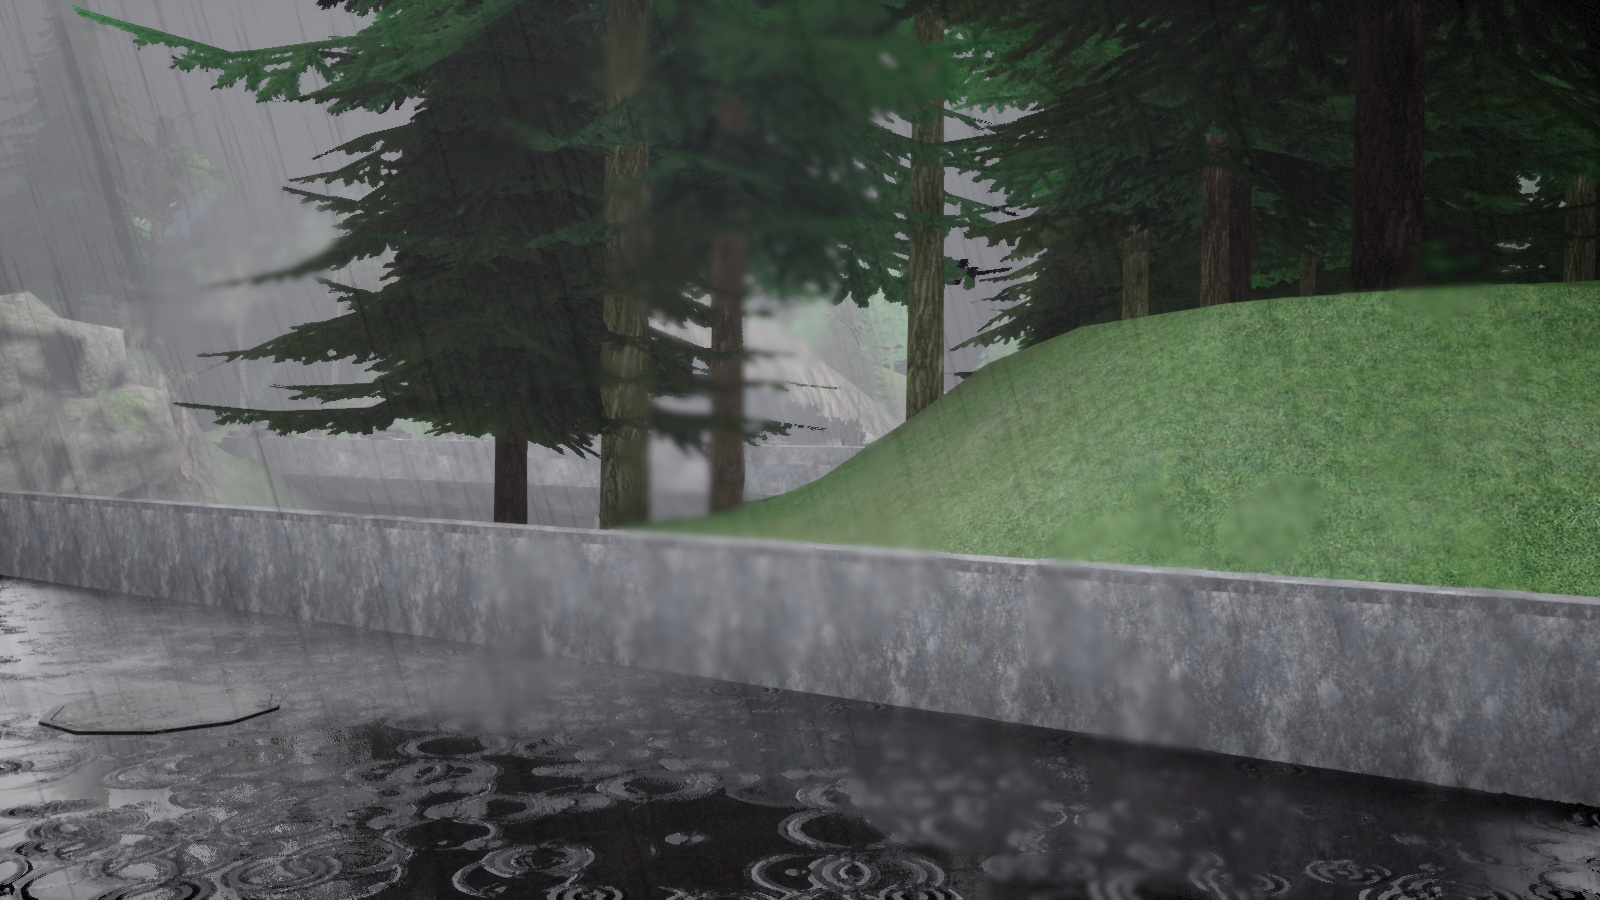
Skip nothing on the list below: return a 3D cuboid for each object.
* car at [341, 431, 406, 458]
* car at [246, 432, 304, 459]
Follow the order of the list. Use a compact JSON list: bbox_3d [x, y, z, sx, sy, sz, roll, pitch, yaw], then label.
[{"bbox_3d":[-30.018,-0.386,88.396,4.605,1.855,1.932,0,1,34],"label":"car"},{"bbox_3d":[-36.877,-0.343,88.147,3.866,1.878,1.905,0,1,34],"label":"car"}]
